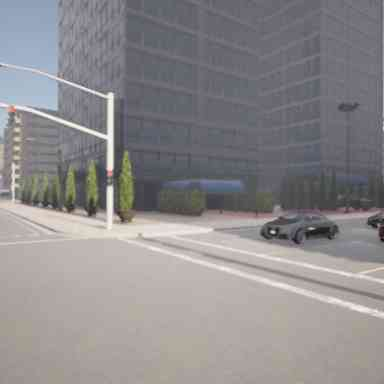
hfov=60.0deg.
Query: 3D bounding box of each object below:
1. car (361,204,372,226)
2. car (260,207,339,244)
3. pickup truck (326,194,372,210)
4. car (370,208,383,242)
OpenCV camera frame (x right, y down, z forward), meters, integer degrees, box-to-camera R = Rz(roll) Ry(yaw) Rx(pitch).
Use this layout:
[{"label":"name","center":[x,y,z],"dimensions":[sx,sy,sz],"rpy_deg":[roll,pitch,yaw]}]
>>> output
[{"label":"car","center":[13.919,1.711,22.332],"dimensions":[5.357,1.411,2.033],"rpy_deg":[0,0,-35]},{"label":"car","center":[5.328,1.656,16.329],"dimensions":[4.181,1.385,1.994],"rpy_deg":[0,0,-35]},{"label":"pickup truck","center":[19.332,1.328,41.994],"dimensions":[6.274,2.098,2.390],"rpy_deg":[0,0,-4]},{"label":"car","center":[10.875,1.599,15.937],"dimensions":[5.008,1.535,1.882],"rpy_deg":[0,0,-35]}]
